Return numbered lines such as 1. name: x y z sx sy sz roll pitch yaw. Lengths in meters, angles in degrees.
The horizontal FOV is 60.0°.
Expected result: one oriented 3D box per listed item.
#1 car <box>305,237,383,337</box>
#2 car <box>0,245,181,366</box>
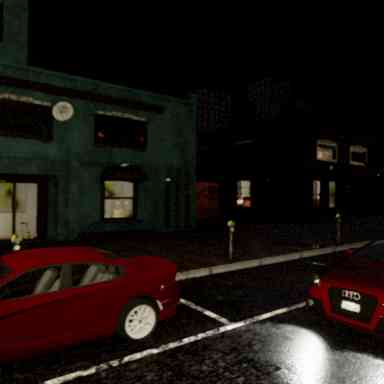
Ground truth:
1. car: 4.058 1.578 6.268 4.181 1.385 1.994 0 0 -36
2. car: -2.297 1.547 4.908 4.507 1.381 1.887 0 1 -36
